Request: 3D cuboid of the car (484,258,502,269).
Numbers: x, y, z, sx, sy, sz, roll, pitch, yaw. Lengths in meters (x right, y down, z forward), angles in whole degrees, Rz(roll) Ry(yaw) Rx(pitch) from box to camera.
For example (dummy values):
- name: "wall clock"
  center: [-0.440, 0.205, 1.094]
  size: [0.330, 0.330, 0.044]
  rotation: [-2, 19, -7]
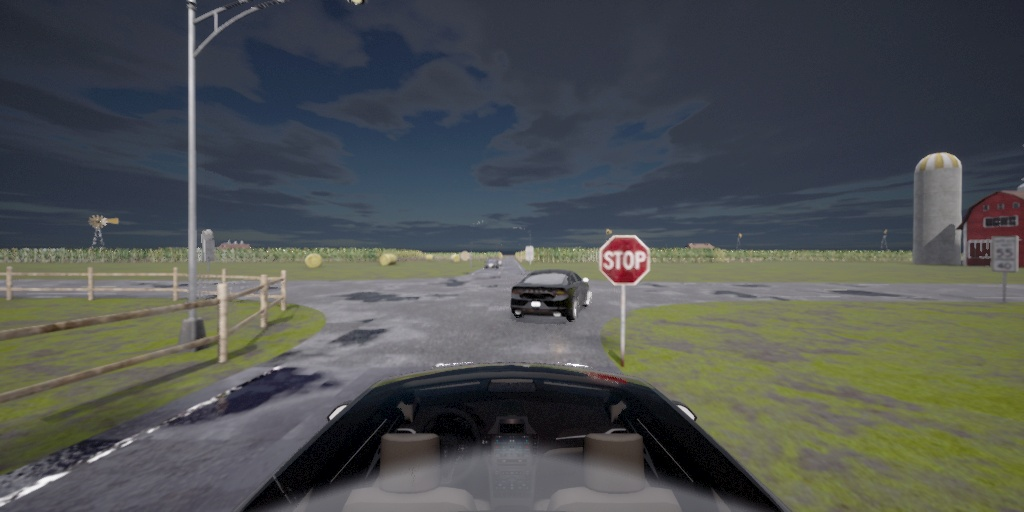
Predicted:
- name: "car"
  center: [-2.867, 1.090, 50.759]
  size: [2.128, 1.511, 4.902]
  rotation: [0, 0, 0]

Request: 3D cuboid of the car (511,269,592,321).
- name: "car"
  center: [1.527, 1.192, 12.480]
  size: [1.882, 1.535, 5.008]
  rotation: [0, 0, 20]
